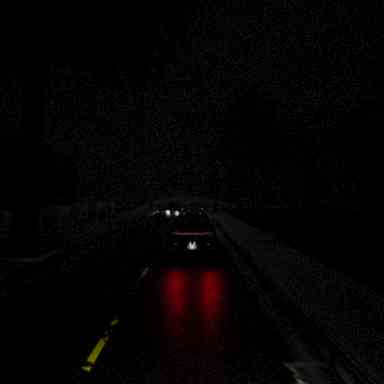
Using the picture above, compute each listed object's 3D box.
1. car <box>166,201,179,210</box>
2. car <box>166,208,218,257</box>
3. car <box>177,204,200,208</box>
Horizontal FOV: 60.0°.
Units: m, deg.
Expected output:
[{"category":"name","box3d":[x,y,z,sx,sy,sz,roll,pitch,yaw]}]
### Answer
[{"category":"car","box3d":[-2.756,2.027,49.574,2.033,1.411,5.357,0,-1,0]},{"category":"car","box3d":[0.021,1.634,13.516,2.128,1.511,4.902,0,0,0]},{"category":"car","box3d":[0.024,1.851,28.479,1.994,1.385,4.181,0,0,0]}]
